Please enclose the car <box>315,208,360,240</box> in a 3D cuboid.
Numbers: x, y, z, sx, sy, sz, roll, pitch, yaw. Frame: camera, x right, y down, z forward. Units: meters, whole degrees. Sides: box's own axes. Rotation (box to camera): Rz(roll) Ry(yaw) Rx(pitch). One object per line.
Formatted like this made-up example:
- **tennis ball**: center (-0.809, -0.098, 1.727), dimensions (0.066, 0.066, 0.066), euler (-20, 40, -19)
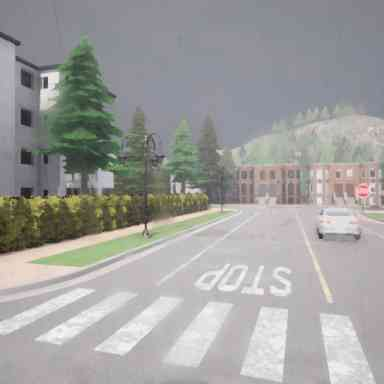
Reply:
- **car**: center (7.367, 1.527, 17.062), dimensions (1.812, 1.442, 4.674), euler (0, 0, 19)
